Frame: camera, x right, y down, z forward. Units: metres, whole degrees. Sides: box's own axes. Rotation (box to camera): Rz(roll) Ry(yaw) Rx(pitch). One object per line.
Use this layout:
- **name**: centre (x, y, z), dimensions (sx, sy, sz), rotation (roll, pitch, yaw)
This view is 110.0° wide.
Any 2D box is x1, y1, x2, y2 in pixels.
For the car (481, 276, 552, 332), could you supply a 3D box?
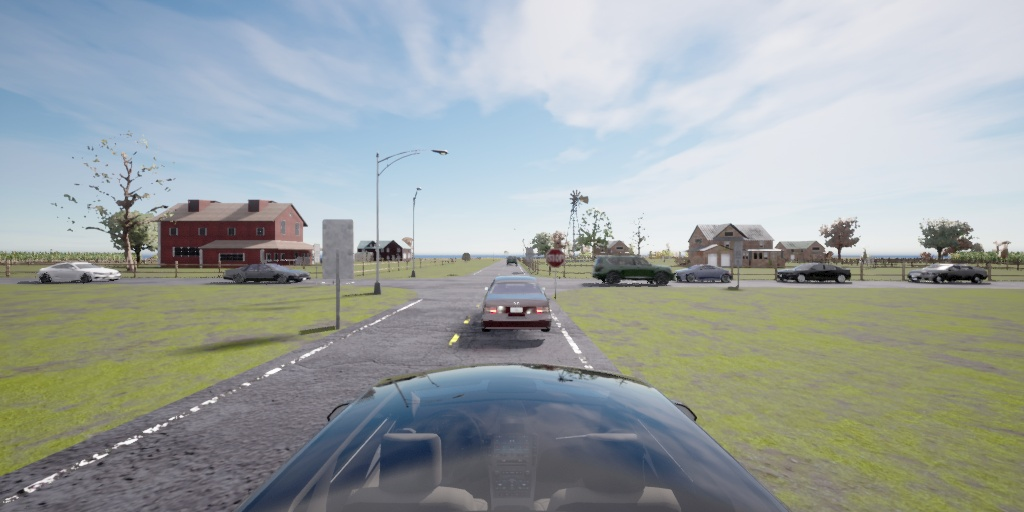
- **car**: centre (0.100, 1.297, 10.823), dimensions (2.033, 1.411, 5.357), rotation (0, 0, 0)

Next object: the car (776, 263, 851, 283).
- **car**: centre (23.708, 1.308, 28.278), dimensions (5.008, 1.535, 1.882), rotation (0, 0, 0)

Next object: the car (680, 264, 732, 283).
- **car**: centre (14.941, 1.361, 28.339), dimensions (4.181, 1.385, 1.994), rotation (0, 0, 1)

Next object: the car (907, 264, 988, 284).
- **car**: centre (34.117, 1.367, 28.186), dimensions (4.902, 1.511, 2.128), rotation (0, 0, 1)

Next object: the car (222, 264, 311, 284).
- **car**: centre (-17.483, 1.245, 25.643), dimensions (5.357, 1.411, 2.033), rotation (0, 0, 0)

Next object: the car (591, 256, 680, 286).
- **car**: centre (8.485, 1.003, 25.443), dimensions (5.566, 2.045, 2.150), rotation (0, 0, 0)

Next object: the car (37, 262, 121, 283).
- **car**: centre (-31.068, 1.187, 25.759), dimensions (4.674, 1.442, 1.812), rotation (0, 0, 1)
